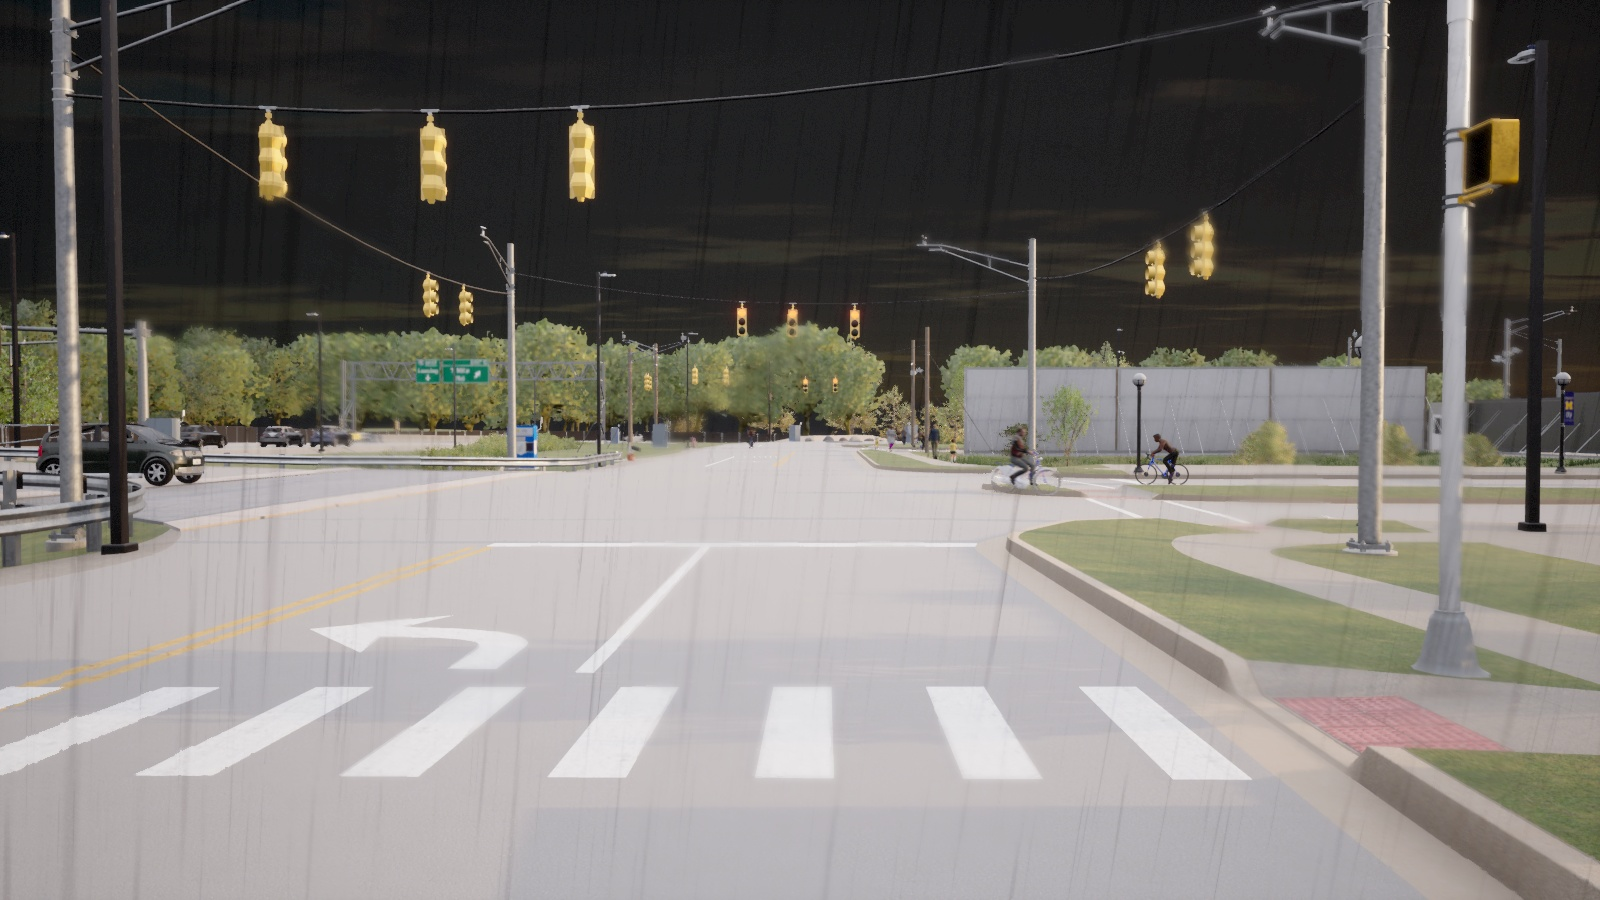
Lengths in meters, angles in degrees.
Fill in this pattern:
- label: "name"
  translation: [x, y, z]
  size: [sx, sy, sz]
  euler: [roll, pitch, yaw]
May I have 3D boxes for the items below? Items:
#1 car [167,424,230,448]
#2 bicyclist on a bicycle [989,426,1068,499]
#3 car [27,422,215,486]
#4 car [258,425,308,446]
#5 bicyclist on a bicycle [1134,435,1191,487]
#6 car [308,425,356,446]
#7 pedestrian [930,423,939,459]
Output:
- label: "car"
  translation: [-37.035, -0.853, 77.471]
  size: [1.816, 1.474, 4.193]
  euler: [0, 1, 1]
- label: "bicyclist on a bicycle"
  translation: [5.919, 0.320, 32.539]
  size: [1.843, 1.776, 0.659]
  euler: [3, 2, 25]
- label: "car"
  translation: [-16.831, 0.080, 31.250]
  size: [3.705, 1.549, 1.789]
  euler: [0, 1, 1]
- label: "car"
  translation: [-36.833, -1.027, 89.600]
  size: [1.970, 1.475, 3.806]
  euler: [0, 1, 1]
- label: "bicyclist on a bicycle"
  translation: [11.428, 0.330, 39.639]
  size: [1.656, 1.620, 0.582]
  euler: [1, 1, 11]
- label: "car"
  translation: [-33.333, -1.024, 89.575]
  size: [1.970, 1.475, 3.806]
  euler: [0, 1, 1]
- label: "pedestrian"
  translation: [6.967, -0.448, 64.993]
  size: [0.402, 1.842, 0.726]
  euler: [0, 2, 3]
